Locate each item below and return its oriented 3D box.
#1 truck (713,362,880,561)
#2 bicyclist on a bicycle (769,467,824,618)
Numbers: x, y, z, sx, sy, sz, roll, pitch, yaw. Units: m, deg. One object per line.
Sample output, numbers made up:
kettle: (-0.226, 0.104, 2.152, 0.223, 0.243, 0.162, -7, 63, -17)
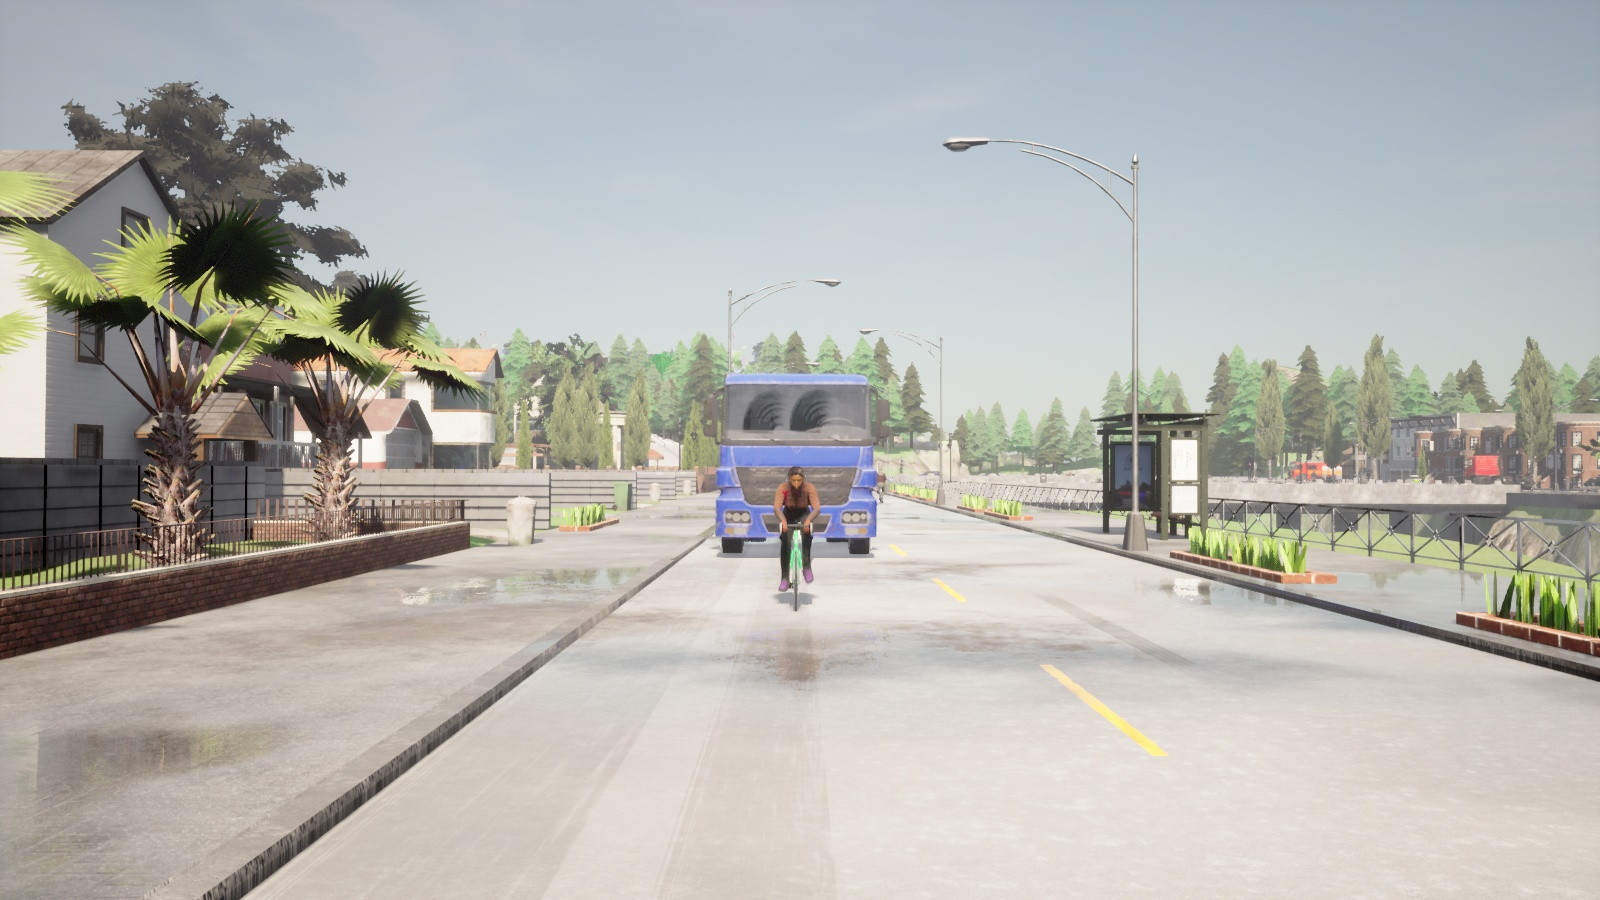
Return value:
truck: (-0.069, 0.265, 25.831, 2.891, 3.462, 7.936, 0, -1, 0)
bicyclist on a bicycle: (-0.036, 1.008, 14.349, 0.582, 1.620, 1.656, 0, -1, 0)
